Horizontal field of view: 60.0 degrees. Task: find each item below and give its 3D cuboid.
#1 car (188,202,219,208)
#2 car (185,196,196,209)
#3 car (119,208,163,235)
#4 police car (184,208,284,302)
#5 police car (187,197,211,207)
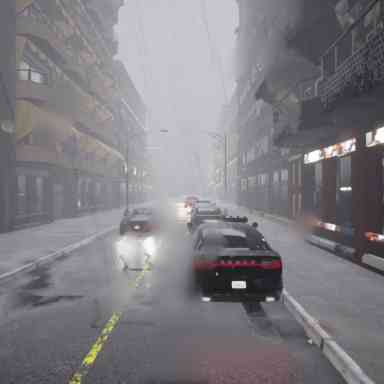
[{"bbox_3d":[0.825,1.511,18.327,1.837,1.490,4.892,0,0,0],"label":"car"},{"bbox_3d":[0.034,1.383,47.121,2.097,1.767,4.553,0,0,0],"label":"car"},{"bbox_3d":[-2.750,1.569,18.600,1.994,1.385,4.181,0,0,0],"label":"car"},{"bbox_3d":[0.825,1.427,8.436,1.930,1.638,5.238,0,0,0],"label":"police car"},{"bbox_3d":[0.825,1.434,24.437,1.930,1.638,5.238,0,0,0],"label":"police car"}]
